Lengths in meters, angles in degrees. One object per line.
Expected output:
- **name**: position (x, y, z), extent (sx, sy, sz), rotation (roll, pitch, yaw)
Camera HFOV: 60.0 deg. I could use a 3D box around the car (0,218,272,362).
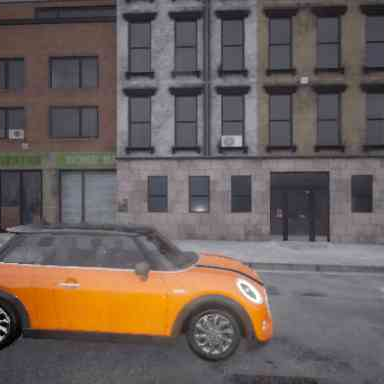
- **car**: position (-1.049, 1.325, 5.440), extent (4.553, 1.767, 2.097), rotation (1, 0, 3)
